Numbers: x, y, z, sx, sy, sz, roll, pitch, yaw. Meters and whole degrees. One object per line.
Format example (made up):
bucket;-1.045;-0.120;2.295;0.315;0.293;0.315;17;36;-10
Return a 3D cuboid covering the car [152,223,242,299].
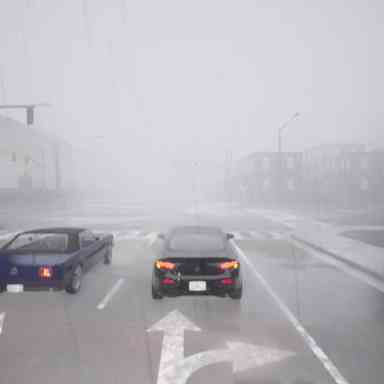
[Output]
car;0.101;1.487;8.198;1.812;1.442;4.674;0;0;0

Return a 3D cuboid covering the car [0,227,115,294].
car;-3.397;1.560;8.632;1.895;1.301;4.718;0;0;0
